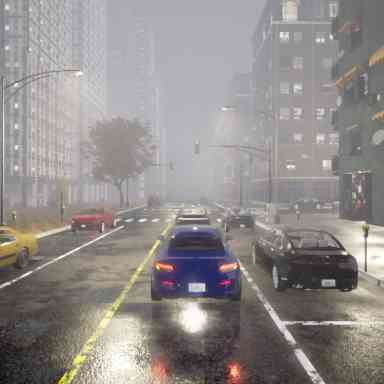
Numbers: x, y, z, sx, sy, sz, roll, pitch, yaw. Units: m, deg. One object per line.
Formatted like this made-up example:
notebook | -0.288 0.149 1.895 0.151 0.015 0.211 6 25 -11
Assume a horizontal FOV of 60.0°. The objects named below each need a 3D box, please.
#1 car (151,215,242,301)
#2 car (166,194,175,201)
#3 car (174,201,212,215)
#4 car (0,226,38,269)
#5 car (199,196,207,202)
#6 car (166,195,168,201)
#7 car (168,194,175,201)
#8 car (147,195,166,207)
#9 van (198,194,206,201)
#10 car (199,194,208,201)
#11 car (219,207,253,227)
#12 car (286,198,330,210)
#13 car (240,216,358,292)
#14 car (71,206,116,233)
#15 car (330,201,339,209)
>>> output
car | 0.079 1.526 8.190 1.812 1.442 4.674 0 0 0
car | -5.854 1.410 90.810 2.192 1.841 5.009 0 0 0
car | 0.048 1.495 18.293 2.128 1.511 4.902 0 0 0
car | -5.703 1.526 8.526 1.752 1.417 4.829 0 0 0
car | 2.548 1.599 79.949 1.752 1.417 4.829 0 0 0
car | -5.793 1.607 57.673 1.947 1.339 4.313 0 0 0
car | -5.843 1.650 85.288 1.947 1.339 4.313 0 0 0
car | -5.783 1.349 52.150 2.192 1.841 5.009 0 0 0
van | 2.537 1.425 85.303 1.690 1.788 3.998 0 0 0
car | 2.558 1.630 74.256 1.947 1.339 4.313 0 0 0
car | 2.657 1.555 19.777 2.008 1.369 4.403 0 0 0
car | 13.358 1.359 39.202 4.403 1.369 2.008 -1 1 -1
car | 2.677 1.552 8.711 2.008 1.369 4.403 0 0 0
car | -5.723 1.549 19.762 1.887 1.381 4.507 0 0 0
car | 18.755 1.259 39.267 4.829 1.417 1.752 -1 1 -1
